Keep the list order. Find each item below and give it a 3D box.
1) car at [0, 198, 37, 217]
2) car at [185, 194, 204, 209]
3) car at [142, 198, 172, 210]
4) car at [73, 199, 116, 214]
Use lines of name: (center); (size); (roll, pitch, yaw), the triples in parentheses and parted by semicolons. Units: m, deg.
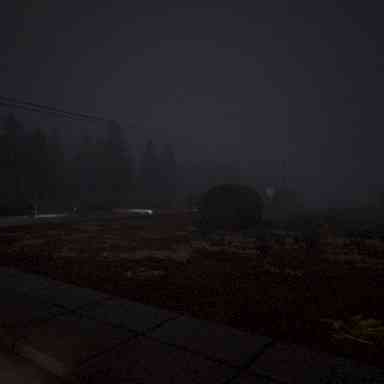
car: (-16.029, 1.379, 28.924); (2.097, 1.767, 4.553); (0, 0, 37)
car: (1.353, 1.249, 46.202); (2.150, 2.045, 5.566); (0, 0, 38)
car: (-4.623, 1.552, 44.290); (1.812, 1.442, 4.674); (0, 0, 37)
car: (-10.581, 1.518, 36.269); (2.128, 1.511, 4.902); (0, 0, 37)
